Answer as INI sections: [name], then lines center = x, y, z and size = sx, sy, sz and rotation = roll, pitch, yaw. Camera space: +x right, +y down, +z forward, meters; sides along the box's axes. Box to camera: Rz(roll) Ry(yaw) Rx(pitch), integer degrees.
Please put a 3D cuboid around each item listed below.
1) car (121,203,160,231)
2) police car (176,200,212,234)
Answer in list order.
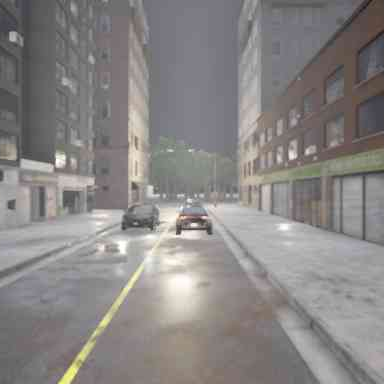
[car]
center = -3.092, 1.468, 20.742
size = 1.882, 1.535, 5.008
rotation = 0, 0, 0
[police car]
center = 0.104, 1.499, 19.344
size = 2.038, 1.542, 4.974
rotation = 0, 0, 0
